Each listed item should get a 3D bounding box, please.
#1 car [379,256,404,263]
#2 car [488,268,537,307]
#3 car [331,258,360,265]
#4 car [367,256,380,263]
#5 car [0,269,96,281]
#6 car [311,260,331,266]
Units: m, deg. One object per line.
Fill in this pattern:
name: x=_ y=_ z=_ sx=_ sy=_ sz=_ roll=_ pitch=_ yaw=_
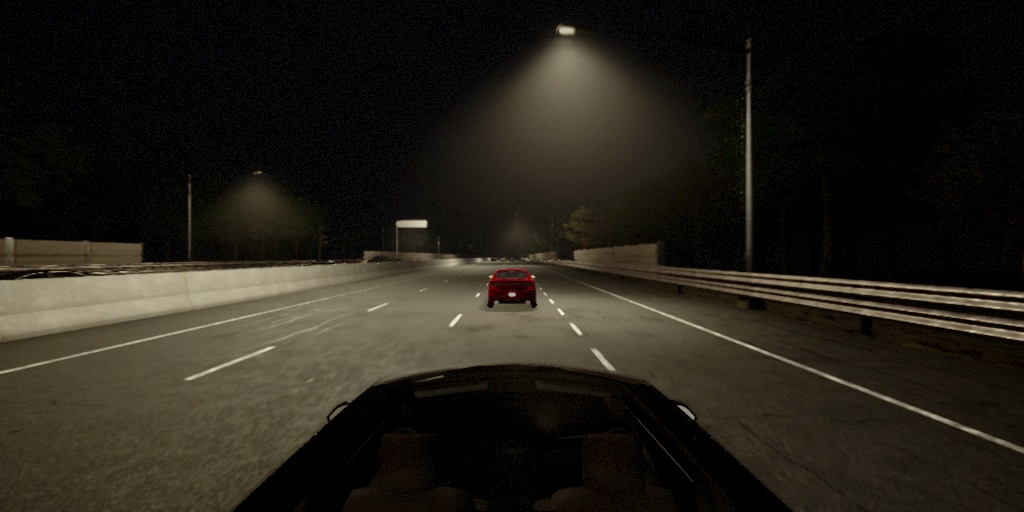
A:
car: x=-17.549 y=1.147 z=53.599 sx=2.097 sy=1.767 sz=4.553 roll=0 pitch=0 yaw=1
car: x=0.002 y=1.262 z=15.559 sx=1.882 sy=1.535 sz=5.008 roll=0 pitch=0 yaw=0
car: x=-24.543 y=1.147 z=53.570 sx=2.097 sy=1.767 sz=4.553 roll=0 pitch=0 yaw=1
car: x=-21.023 y=1.024 z=56.898 sx=2.150 sy=2.045 sz=5.566 roll=0 pitch=0 yaw=0
car: x=-17.598 y=1.261 z=12.897 sx=1.837 sy=1.490 sz=4.892 roll=0 pitch=0 yaw=0
car: x=-28.039 y=1.288 z=53.479 sx=2.128 sy=1.511 sz=4.902 roll=0 pitch=0 yaw=1
